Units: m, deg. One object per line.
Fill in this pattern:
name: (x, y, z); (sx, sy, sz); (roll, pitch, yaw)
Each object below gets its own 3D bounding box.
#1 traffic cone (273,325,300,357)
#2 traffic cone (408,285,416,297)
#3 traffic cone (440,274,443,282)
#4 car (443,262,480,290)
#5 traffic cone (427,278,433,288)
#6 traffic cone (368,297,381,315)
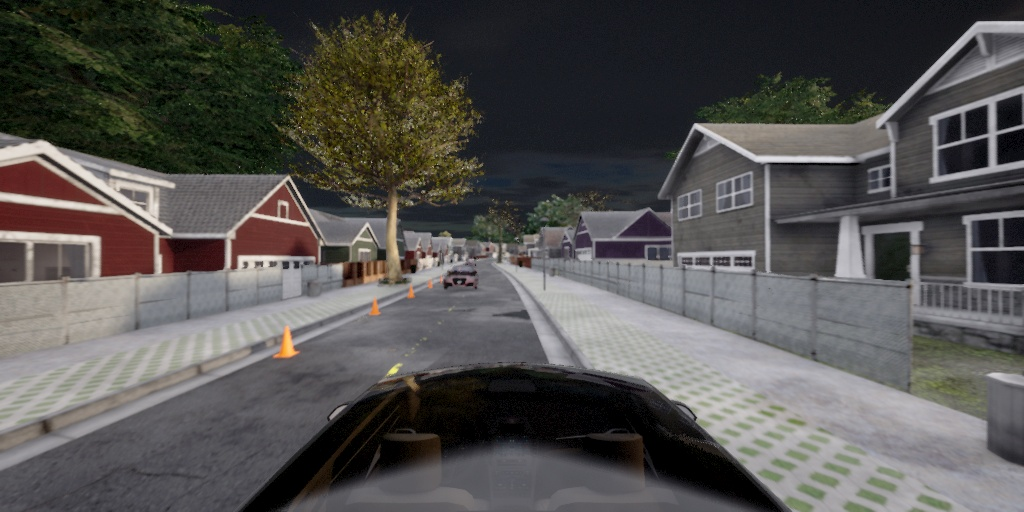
traffic cone: (-4.539, 1.694, 7.230); (0.340, 0.580, 0.340); (0, 0, -1)
traffic cone: (-4.830, 1.670, 17.176); (0.340, 0.580, 0.340); (0, 0, -2)
traffic cone: (-5.320, 1.657, 27.116); (0.340, 0.580, 0.340); (0, 0, -3)
car: (-3.050, 1.268, 22.164); (1.994, 1.385, 4.181); (0, 0, -3)
traffic cone: (-5.050, 1.662, 22.148); (0.340, 0.580, 0.340); (0, 0, -3)
traffic cone: (-4.661, 1.680, 12.204); (0.340, 0.580, 0.340); (0, 0, -2)
